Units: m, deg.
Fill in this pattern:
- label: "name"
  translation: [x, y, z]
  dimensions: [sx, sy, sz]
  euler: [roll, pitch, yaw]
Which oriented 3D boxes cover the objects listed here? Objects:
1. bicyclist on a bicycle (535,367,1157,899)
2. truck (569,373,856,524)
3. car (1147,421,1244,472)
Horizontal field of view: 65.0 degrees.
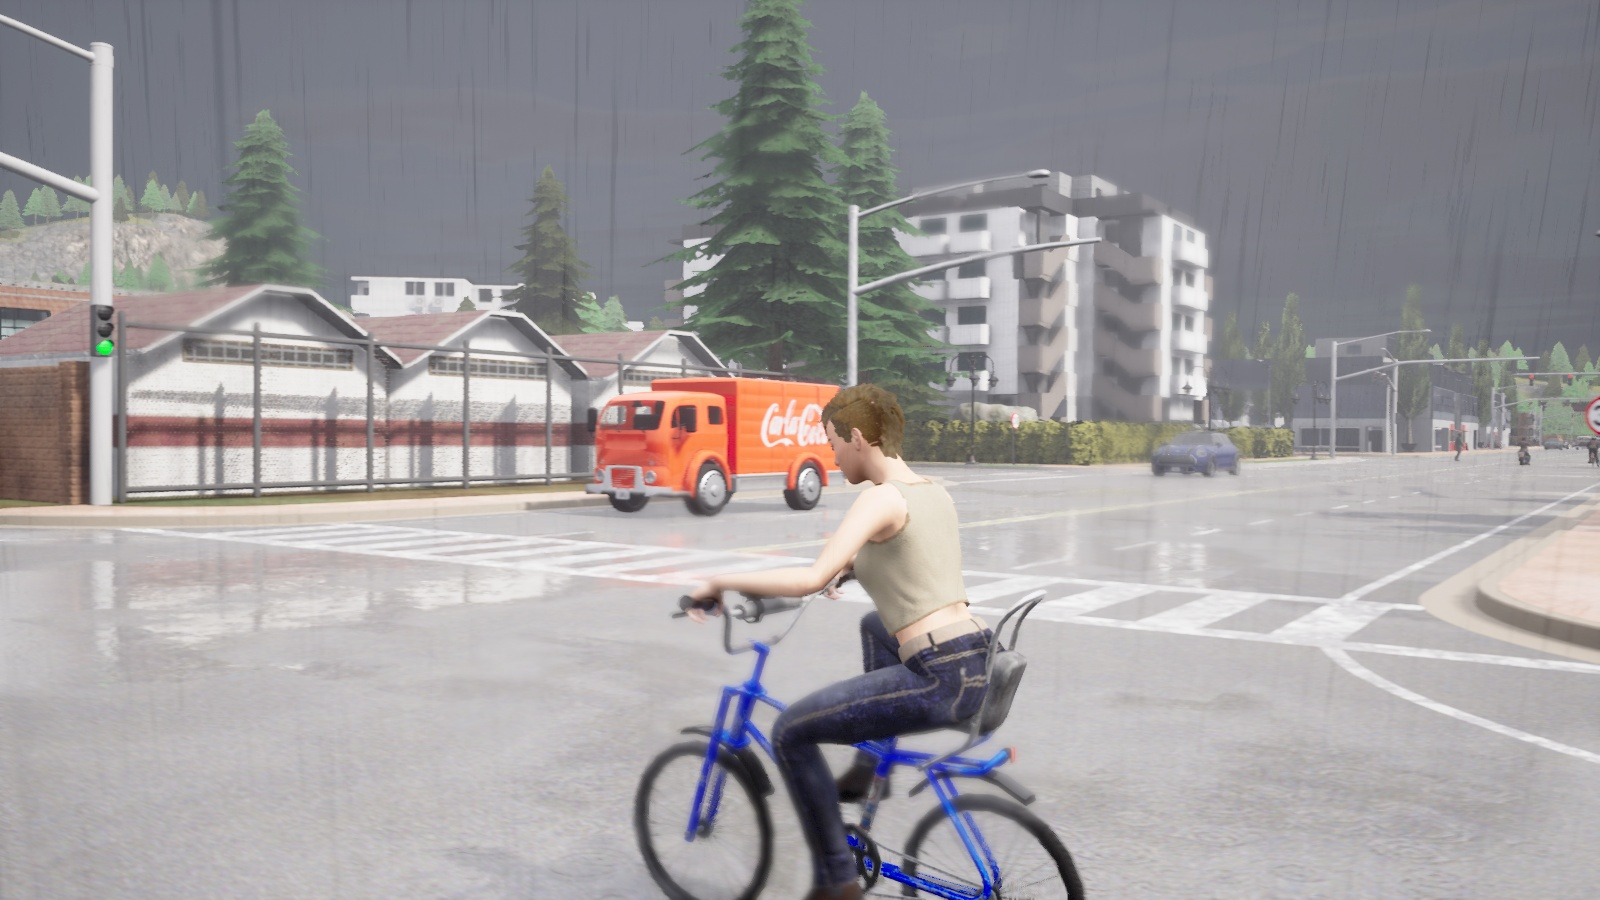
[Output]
- label: "bicyclist on a bicycle"
  translation: [0.118, 0.618, 3.539]
  dimensions: [1.509, 1.612, 0.866]
  euler: [0, 1, 34]
- label: "truck"
  translation: [-1.476, -0.063, 23.448]
  dimensions: [2.627, 2.467, 5.204]
  euler: [0, 1, 35]
- label: "car"
  translation: [14.535, -0.171, 46.002]
  dimensions: [2.097, 1.767, 4.553]
  euler: [0, 1, 35]
